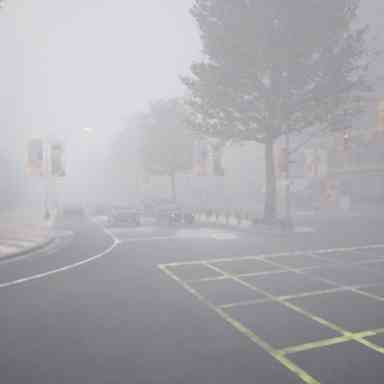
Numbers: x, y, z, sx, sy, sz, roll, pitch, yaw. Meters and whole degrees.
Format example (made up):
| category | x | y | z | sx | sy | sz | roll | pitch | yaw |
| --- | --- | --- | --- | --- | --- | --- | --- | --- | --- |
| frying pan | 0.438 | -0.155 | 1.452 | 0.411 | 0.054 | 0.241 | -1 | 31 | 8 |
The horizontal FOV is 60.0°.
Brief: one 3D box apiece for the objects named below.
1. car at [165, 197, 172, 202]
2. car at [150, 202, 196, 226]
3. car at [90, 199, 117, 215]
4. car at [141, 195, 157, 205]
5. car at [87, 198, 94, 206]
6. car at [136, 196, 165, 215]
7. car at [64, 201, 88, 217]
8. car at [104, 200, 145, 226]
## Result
| category | x | y | z | sx | sy | sz | roll | pitch | yaw |
| --- | --- | --- | --- | --- | --- | --- | --- | --- | --- |
| car | -4.731 | 1.654 | 55.872 | 1.837 | 1.490 | 4.892 | 0 | 0 | -21 |
| car | -1.368 | 1.662 | 24.603 | 1.895 | 1.301 | 4.718 | 0 | 0 | -21 |
| car | -9.662 | 1.748 | 36.404 | 1.895 | 1.301 | 4.718 | 0 | 0 | -21 |
| car | -8.466 | 1.548 | 65.569 | 2.097 | 1.767 | 4.553 | 0 | 0 | -21 |
| car | -16.090 | 1.753 | 53.297 | 1.812 | 1.442 | 4.674 | 0 | 0 | -21 |
| car | -4.623 | 1.456 | 33.055 | 2.097 | 1.767 | 4.553 | 0 | 0 | -21 |
| car | -11.745 | 1.750 | 33.045 | 1.895 | 1.301 | 4.718 | 0 | 0 | -21 |
| car | -5.085 | 1.594 | 24.512 | 1.837 | 1.490 | 4.892 | 0 | 0 | -21 |
